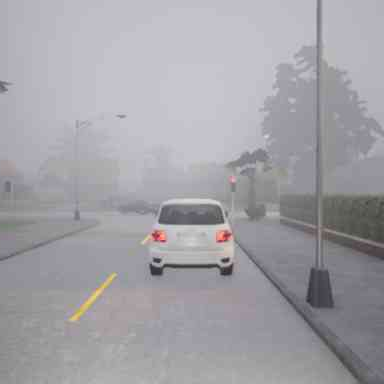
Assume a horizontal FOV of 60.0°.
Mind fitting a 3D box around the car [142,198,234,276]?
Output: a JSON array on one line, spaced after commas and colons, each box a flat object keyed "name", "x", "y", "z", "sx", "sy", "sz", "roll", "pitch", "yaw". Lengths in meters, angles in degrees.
[{"name": "car", "x": -0.004, "y": 1.193, "z": 10.386, "sx": 2.150, "sy": 2.045, "sz": 5.566, "roll": 0, "pitch": 0, "yaw": 0}]

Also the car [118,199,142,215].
[{"name": "car", "x": -5.073, "y": 1.434, "z": 32.135, "sx": 4.674, "sy": 1.442, "sz": 1.812, "roll": 0, "pitch": -1, "yaw": 37}]
